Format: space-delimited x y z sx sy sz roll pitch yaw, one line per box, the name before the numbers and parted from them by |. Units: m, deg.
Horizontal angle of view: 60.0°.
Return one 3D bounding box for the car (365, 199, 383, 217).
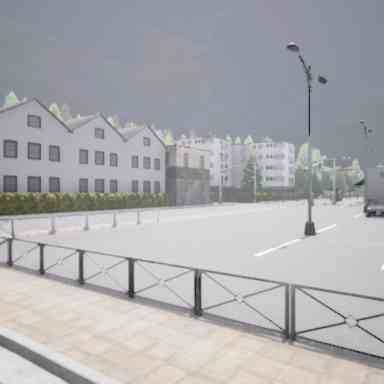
car | 15.323 1.297 26.879 2.007 1.523 4.514 0 0 35
